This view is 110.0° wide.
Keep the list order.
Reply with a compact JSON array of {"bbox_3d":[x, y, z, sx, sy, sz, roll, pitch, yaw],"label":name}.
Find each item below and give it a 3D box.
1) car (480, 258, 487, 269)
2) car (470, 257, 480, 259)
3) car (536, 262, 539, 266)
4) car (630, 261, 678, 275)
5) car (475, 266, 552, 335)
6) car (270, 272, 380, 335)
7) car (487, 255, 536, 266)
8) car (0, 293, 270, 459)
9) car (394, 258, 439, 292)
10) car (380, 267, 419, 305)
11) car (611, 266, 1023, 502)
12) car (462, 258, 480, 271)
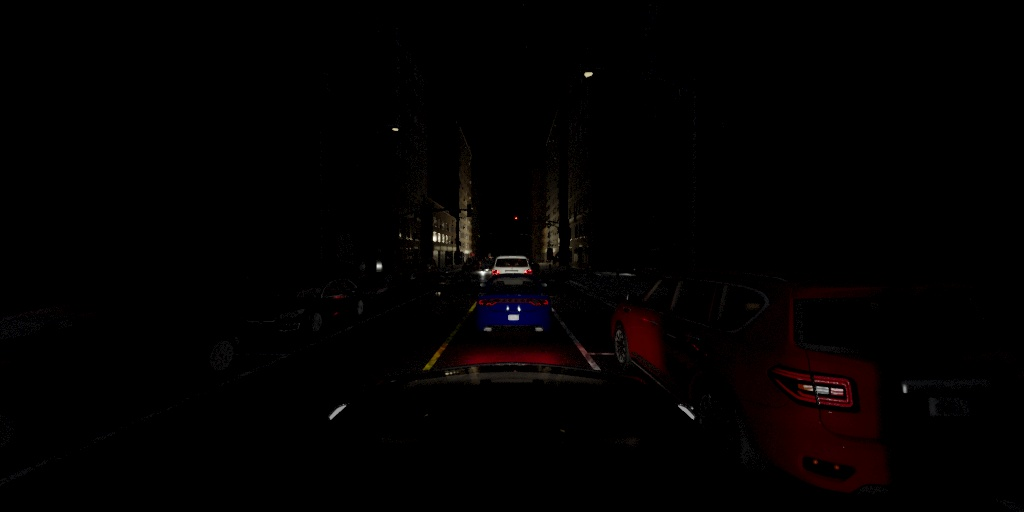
[{"bbox_3d":[-3.154,1.295,48.980,1.812,1.442,4.674,0,0,-3],"label":"car"},{"bbox_3d":[-5.728,1.089,54.004,2.192,1.841,5.009,0,0,0],"label":"car"},{"bbox_3d":[2.804,1.350,48.476,1.802,1.307,4.207,0,0,0],"label":"car"},{"bbox_3d":[14.642,1.198,37.053,4.181,1.385,1.994,0,1,0],"label":"car"},{"bbox_3d":[0.044,1.226,10.499,1.882,1.535,5.008,0,0,0],"label":"car"},{"bbox_3d":[-5.676,1.299,10.274,2.007,1.370,4.403,0,0,0],"label":"car"},{"bbox_3d":[-0.016,0.971,20.159,2.150,2.045,5.566,0,0,0],"label":"car"},{"bbox_3d":[-5.670,1.294,4.692,1.888,1.381,4.507,0,0,0],"label":"car"},{"bbox_3d":[-5.689,1.064,21.439,2.192,1.841,5.009,0,0,0],"label":"car"},{"bbox_3d":[-5.683,1.330,15.857,1.802,1.307,4.207,0,0,0],"label":"car"},{"bbox_3d":[2.855,1.064,4.724,2.192,1.841,5.009,0,0,0],"label":"car"},{"bbox_3d":[-5.721,1.350,48.439,1.802,1.307,4.207,0,0,0],"label":"car"}]
